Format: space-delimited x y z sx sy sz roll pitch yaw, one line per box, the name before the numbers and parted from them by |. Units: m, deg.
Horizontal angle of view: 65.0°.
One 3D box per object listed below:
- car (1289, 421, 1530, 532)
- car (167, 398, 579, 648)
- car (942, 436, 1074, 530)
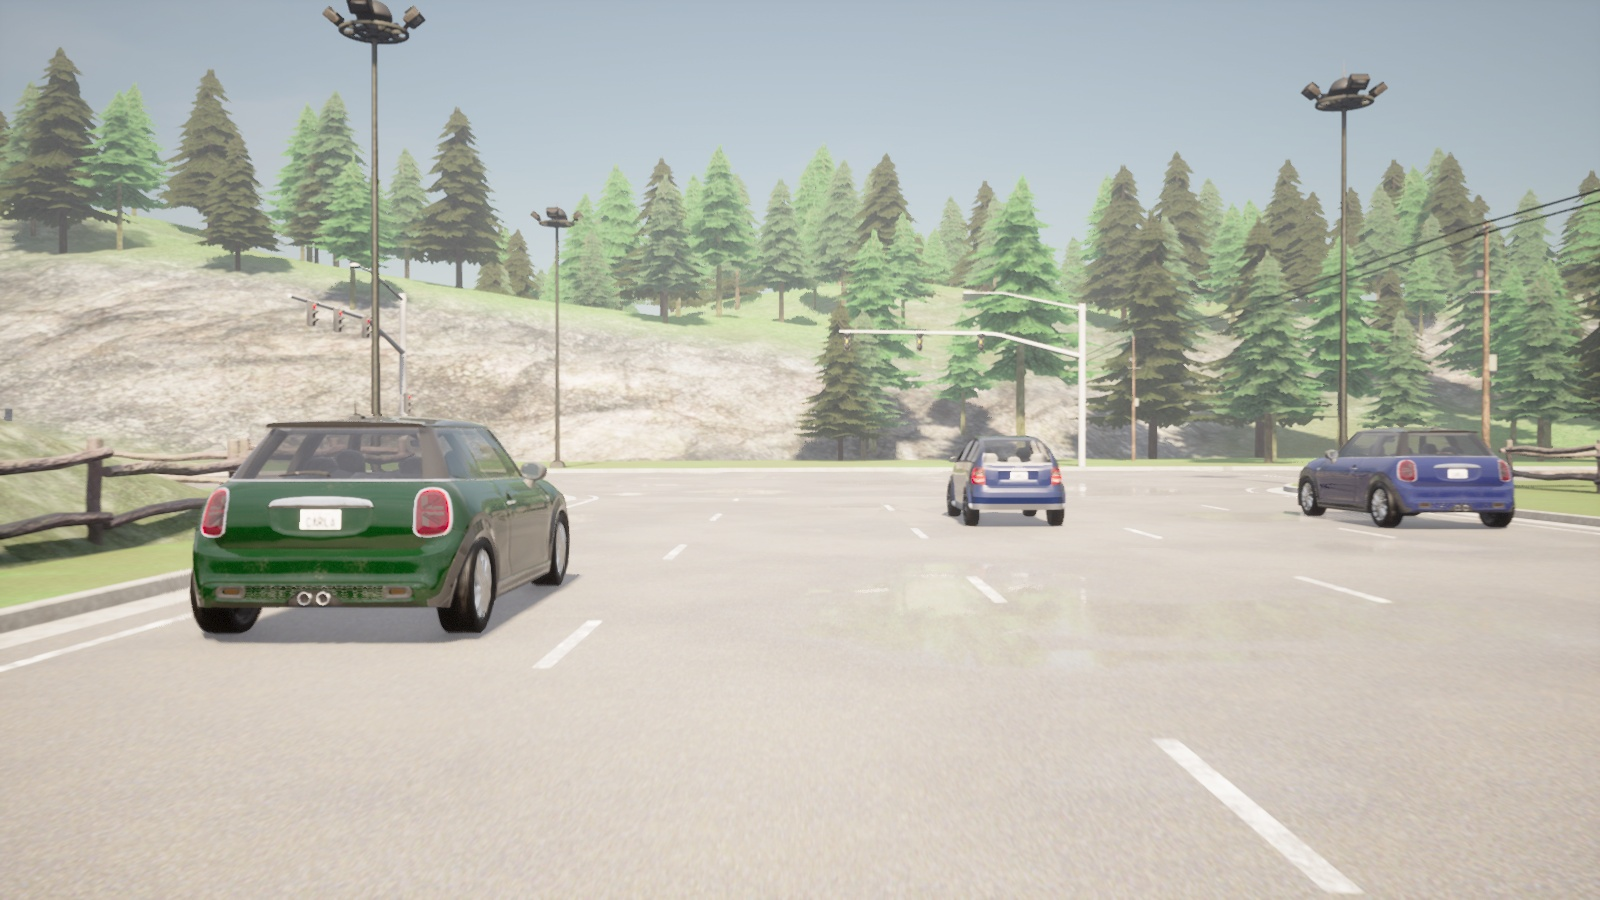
car | 10.642 0.407 22.372 2.097 1.767 4.553 0 1 0
car | -3.422 0.499 11.167 2.097 1.767 4.553 0 1 0
car | 3.642 0.520 22.570 1.789 1.549 3.705 0 1 0
